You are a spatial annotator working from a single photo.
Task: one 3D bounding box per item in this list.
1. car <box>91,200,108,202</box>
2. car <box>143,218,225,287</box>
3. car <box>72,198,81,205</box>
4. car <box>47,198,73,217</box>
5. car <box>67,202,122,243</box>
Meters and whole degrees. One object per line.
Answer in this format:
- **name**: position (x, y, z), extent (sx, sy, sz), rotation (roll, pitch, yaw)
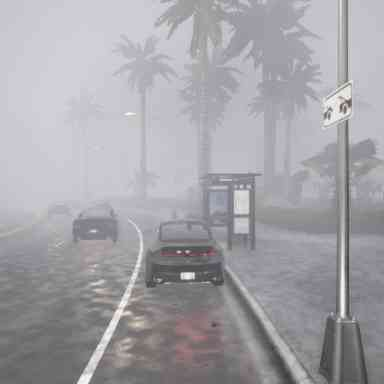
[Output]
- **car**: position (-8.586, 1.500, 30.761), extent (1.837, 1.490, 4.892), rotation (0, 0, -22)
- **car**: position (-0.298, 1.504, 9.355), extent (1.837, 1.490, 4.892), rotation (0, 0, -5)
- **car**: position (-16.808, 1.514, 46.013), extent (1.812, 1.442, 4.674), rotation (0, 0, -36)
- **car**: position (-12.381, 1.517, 30.885), extent (1.812, 1.442, 4.674), rotation (0, 0, -22)
- **car**: position (-4.494, 1.475, 16.134), extent (1.882, 1.535, 5.008), rotation (0, 0, -10)
